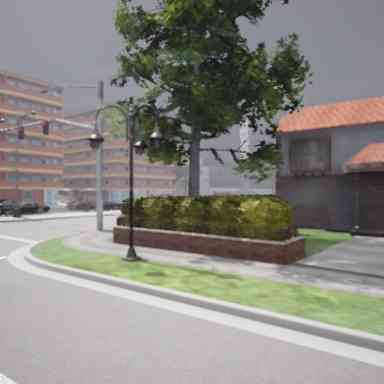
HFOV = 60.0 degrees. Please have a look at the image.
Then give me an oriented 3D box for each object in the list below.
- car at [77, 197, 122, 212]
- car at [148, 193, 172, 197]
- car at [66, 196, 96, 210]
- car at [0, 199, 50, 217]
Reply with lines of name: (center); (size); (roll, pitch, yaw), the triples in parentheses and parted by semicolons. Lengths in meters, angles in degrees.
car: (-10.380, 1.559, 38.245); (1.895, 1.301, 4.718); (0, 0, 36)
car: (-4.821, 1.182, 45.902); (2.150, 2.045, 5.566); (0, 0, 36)
car: (-12.996, 1.307, 40.589); (2.097, 1.767, 4.553); (0, 0, 35)
car: (-15.776, 1.560, 30.837); (1.895, 1.301, 4.718); (0, 0, 33)
